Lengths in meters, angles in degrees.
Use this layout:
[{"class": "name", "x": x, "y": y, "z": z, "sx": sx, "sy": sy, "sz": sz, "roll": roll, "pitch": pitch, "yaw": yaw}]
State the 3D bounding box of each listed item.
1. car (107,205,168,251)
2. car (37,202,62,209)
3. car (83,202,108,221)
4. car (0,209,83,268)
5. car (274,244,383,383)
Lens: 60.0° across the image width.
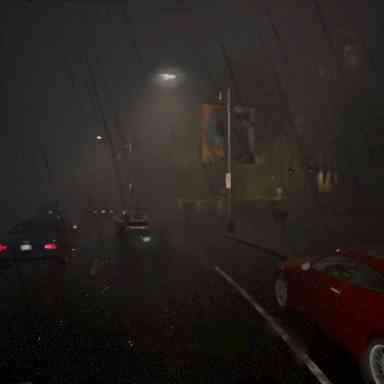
[{"class": "car", "x": -2.297, "y": 1.475, "z": 14.192, "sx": 2.128, "sy": 1.511, "sz": 4.902, "roll": 0, "pitch": 0, "yaw": -16}, {"class": "car", "x": -11.966, "y": 1.562, "z": 27.866, "sx": 1.994, "sy": 1.385, "sz": 4.181, "roll": 0, "pitch": 0, "yaw": -26}, {"class": "car", "x": -7.771, "y": 1.529, "z": 27.264, "sx": 2.033, "sy": 1.411, "sz": 5.357, "roll": 0, "pitch": 0, "yaw": -26}, {"class": "car", "x": -5.106, "y": 1.547, "z": 11.427, "sx": 2.033, "sy": 1.411, "sz": 5.357, "roll": 0, "pitch": 0, "yaw": -14}, {"class": "car", "x": 2.766, "y": 1.499, "z": 4.878, "sx": 2.002, "sy": 1.452, "sz": 4.674, "roll": 0, "pitch": 0, "yaw": -7}]
